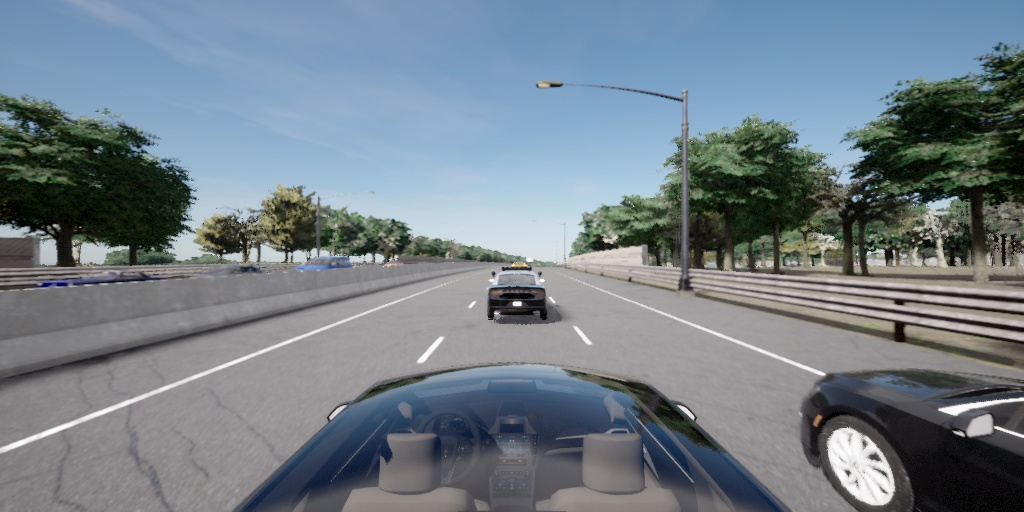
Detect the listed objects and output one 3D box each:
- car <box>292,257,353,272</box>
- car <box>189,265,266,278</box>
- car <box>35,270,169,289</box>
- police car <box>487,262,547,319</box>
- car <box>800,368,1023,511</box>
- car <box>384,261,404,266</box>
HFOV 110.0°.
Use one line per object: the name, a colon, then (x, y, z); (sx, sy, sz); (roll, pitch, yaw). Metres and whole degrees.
car: (-13.811, 1.071, 26.489); (2.150, 2.045, 5.566); (0, 0, 1)
car: (-17.395, 1.325, 22.141); (1.837, 1.490, 4.892); (0, 0, 1)
car: (-20.957, 1.402, 18.621); (1.895, 1.301, 4.718); (0, 0, 1)
police car: (0.175, 1.199, 13.025); (1.930, 1.638, 5.238); (0, 0, 1)
car: (3.609, 1.255, 1.338); (1.837, 1.490, 4.892); (0, 0, 0)
car: (-19.586, 1.578, 59.612); (2.097, 1.767, 4.553); (0, -1, 3)
